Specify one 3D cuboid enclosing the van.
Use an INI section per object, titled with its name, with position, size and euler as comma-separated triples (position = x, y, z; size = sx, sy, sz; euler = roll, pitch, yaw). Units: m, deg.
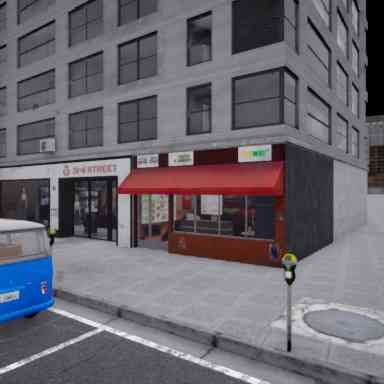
[van]
position = -4.251, 1.342, 6.090
size = 3.998, 1.788, 1.690
euler = 0, 0, 35
